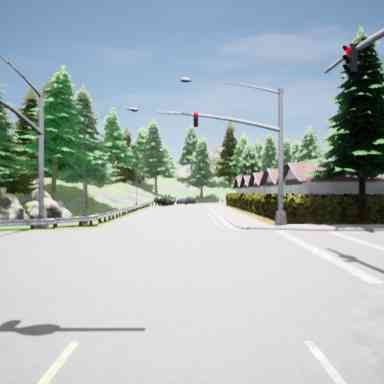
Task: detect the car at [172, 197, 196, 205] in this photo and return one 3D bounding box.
[{"bbox_3d":[-1.019,1.552,59.322,1.994,1.385,4.181,0,0,36],"label":"car"}]
